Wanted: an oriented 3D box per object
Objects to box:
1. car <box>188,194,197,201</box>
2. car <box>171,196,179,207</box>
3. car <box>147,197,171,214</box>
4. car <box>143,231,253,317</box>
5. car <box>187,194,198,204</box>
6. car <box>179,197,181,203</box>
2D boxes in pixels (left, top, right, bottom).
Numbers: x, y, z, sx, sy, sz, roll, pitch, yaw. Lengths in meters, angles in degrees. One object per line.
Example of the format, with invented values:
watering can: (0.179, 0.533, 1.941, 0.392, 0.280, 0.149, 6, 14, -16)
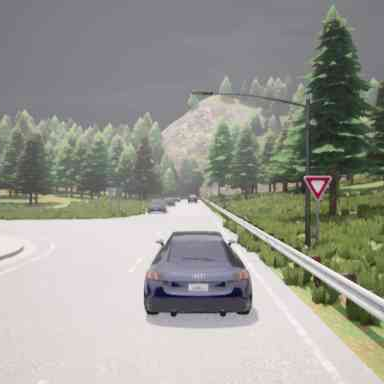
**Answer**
car: (0.154, 1.262, 75.212, 1.882, 1.535, 5.008, 0, 0, 0)
car: (-3.480, 1.519, 50.288, 2.033, 1.411, 5.357, 0, 0, 0)
car: (-3.526, 1.485, 34.653, 1.837, 1.490, 4.892, 0, 0, 0)
car: (0.099, 1.560, 7.551, 1.994, 1.385, 4.181, 0, 0, 0)
car: (0.132, 1.441, 64.834, 1.882, 1.535, 5.008, 0, 0, 0)
car: (-3.359, 1.561, 69.138, 1.895, 1.301, 4.718, 0, 0, 0)
